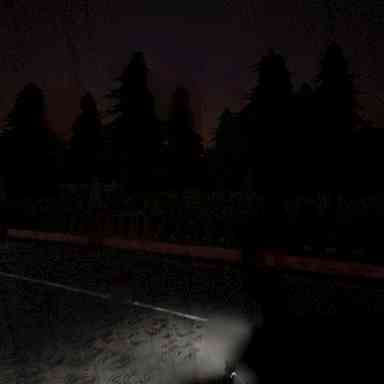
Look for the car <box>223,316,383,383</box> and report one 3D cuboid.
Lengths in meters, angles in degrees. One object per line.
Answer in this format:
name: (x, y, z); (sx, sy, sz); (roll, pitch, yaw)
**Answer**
car: (2.395, 1.516, 2.093); (4.674, 1.442, 1.812); (0, 0, 36)
